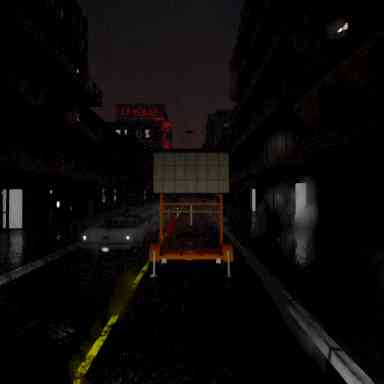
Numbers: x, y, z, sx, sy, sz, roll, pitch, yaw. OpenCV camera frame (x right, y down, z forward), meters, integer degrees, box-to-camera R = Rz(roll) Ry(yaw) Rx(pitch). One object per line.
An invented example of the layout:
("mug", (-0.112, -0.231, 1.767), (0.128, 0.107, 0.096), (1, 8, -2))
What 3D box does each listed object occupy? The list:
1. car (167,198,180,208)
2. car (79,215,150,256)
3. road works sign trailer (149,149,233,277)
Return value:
("car", (-2.957, 1.724, 53.755), (1.812, 1.442, 4.674), (0, 0, 0))
("car", (-2.879, 1.620, 13.288), (1.895, 1.301, 4.718), (0, 0, 0))
("road works sign trailer", (-0.022, 0.477, 10.257), (2.380, 3.560, 2.880), (0, 0, 0))
